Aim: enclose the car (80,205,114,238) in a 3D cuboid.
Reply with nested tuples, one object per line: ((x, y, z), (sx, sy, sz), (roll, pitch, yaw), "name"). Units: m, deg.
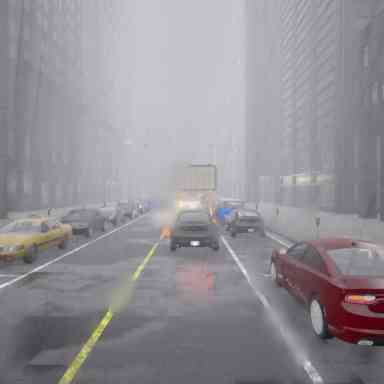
((-5.780, 1.569, 17.659), (1.947, 1.339, 4.313), (0, 0, 0), "car")

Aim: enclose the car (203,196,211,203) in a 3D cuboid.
((2.725, 1.570, 40.229), (2.008, 1.369, 4.403), (0, 0, 0), "car")

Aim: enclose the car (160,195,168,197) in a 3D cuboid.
((-5.816, 1.353, 57.115), (2.192, 1.841, 5.009), (0, 0, 0), "car")

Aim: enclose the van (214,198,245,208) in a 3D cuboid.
((2.739, 1.347, 23.320), (1.690, 1.788, 3.998), (0, 0, 0), "van")

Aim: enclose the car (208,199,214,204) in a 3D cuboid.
((2.734, 1.560, 28.957), (2.008, 1.369, 4.403), (0, 0, 0), "car")

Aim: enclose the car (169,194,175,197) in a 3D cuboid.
((-5.835, 1.617, 79.662), (1.887, 1.381, 4.507), (0, 0, 0), "car")

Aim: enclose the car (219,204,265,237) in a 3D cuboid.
((2.745, 1.554, 17.684), (2.008, 1.369, 4.403), (0, 0, 0), "car")

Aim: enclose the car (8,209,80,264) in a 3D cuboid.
((-5.775, 1.527, 11.853), (1.752, 1.417, 4.829), (0, 0, 0), "car")

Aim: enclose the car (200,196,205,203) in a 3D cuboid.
((2.715, 1.576, 51.502), (1.887, 1.381, 4.507), (0, 0, 0), "car")

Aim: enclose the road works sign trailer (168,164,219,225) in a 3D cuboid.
((0.148, 0.321, 17.905), (2.380, 3.560, 2.880), (0, 0, 8), "road works sign trailer")

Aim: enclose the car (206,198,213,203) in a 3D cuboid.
((2.730, 1.596, 34.593), (1.802, 1.307, 4.206), (0, 0, 0), "car")

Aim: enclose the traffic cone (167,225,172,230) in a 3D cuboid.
((-1.305, 2.074, 17.422), (0.340, 0.340, 0.580), (0, 0, 3), "traffic cone")

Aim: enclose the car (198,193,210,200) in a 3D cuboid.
((2.704, 1.360, 62.774), (2.192, 1.841, 5.009), (0, 0, 0), "car")

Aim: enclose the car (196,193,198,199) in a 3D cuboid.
((2.684, 1.608, 85.489), (1.752, 1.417, 4.829), (0, 0, 0), "car")

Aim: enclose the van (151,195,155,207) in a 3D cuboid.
((-5.801, 1.360, 40.206), (1.690, 1.788, 3.998), (0, 0, 0), "van")

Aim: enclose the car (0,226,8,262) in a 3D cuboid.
((-5.770, 1.566, 6.387), (1.947, 1.339, 4.313), (0, 0, 0), "car")

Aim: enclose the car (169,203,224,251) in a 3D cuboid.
((0.082, 1.487, 14.037), (1.837, 1.490, 4.892), (0, 1, -1), "car")

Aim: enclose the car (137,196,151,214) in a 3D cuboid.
((-5.796, 1.454, 34.570), (1.967, 1.590, 4.097), (0, 0, 0), "car")

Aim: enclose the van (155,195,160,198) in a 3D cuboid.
((-5.806, 1.366, 45.843), (1.690, 1.788, 3.998), (0, 0, 0), "van")

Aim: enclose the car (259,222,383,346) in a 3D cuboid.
((2.755, 1.545, 6.412), (1.887, 1.381, 4.507), (0, 0, 0), "car")

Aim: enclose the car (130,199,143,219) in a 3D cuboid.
((-5.790, 1.575, 28.933), (1.947, 1.339, 4.313), (0, 0, 0), "car")

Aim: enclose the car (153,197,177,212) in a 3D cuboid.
((-3.137, 1.619, 39.457), (1.895, 1.301, 4.718), (0, 0, 0), "car")

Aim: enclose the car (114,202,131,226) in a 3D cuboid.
((-5.785, 1.588, 23.297), (1.802, 1.307, 4.206), (0, 0, 0), "car")

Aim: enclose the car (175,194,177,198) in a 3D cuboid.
((-5.845, 1.659, 90.935), (1.947, 1.339, 4.313), (0, 0, 0), "car")
